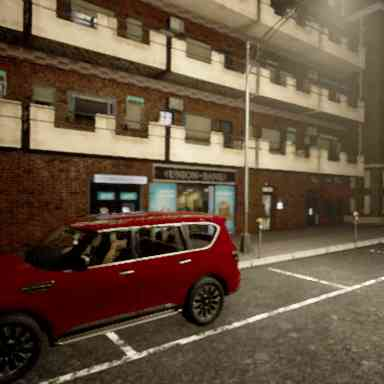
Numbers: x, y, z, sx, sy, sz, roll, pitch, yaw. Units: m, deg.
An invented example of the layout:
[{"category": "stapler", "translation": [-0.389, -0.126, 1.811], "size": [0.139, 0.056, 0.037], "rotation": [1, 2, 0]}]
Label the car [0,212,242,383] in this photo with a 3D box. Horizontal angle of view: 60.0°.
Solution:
[{"category": "car", "translation": [-1.387, 1.315, 5.552], "size": [5.009, 1.841, 2.192], "rotation": [0, 1, -36]}]
